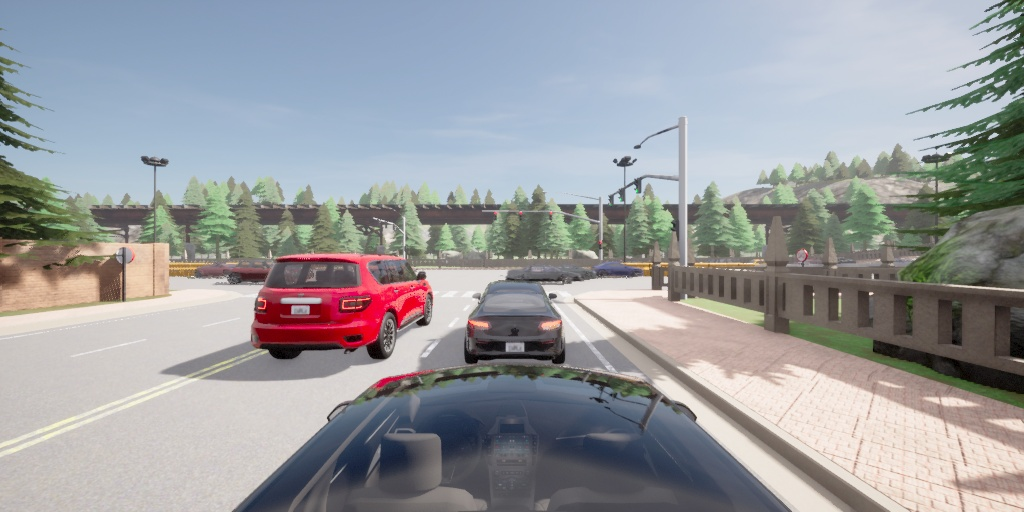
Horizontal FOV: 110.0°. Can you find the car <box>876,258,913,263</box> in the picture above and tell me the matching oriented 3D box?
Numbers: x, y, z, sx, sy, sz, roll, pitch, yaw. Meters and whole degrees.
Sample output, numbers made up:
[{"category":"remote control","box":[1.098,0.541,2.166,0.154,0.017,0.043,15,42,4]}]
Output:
[{"category":"car","box":[42.060,0.974,39.549,5.357,1.411,2.033,-3,0,0]}]

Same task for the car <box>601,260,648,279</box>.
[{"category":"car","box":[9.432,1.275,32.434,4.674,1.442,1.812,0,0,0]}]

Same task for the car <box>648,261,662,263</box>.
[{"category":"car","box":[13.404,1.228,39.618,5.008,1.535,1.882,0,0,0]}]

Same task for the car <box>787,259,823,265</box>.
[{"category":"car","box":[31.413,1.337,39.568,4.718,1.301,1.895,0,0,0]}]

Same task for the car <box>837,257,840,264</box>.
[{"category":"car","box":[35.678,1.141,43.064,5.008,1.535,1.882,-1,0,0]}]

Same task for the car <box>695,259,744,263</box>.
[{"category":"car","box":[22.425,1.102,39.584,4.553,1.767,2.097,0,0,0]}]

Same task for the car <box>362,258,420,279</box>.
[{"category":"car","box":[-10.881,1.102,32.522,4.553,1.767,2.097,0,0,0]}]

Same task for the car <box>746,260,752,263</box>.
[{"category":"car","box":[25.529,1.102,43.076,4.553,1.767,2.097,0,0,0]}]

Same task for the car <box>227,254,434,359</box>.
[{"category":"car","box":[-3.441,0.971,8.520,2.150,2.045,5.566,0,0,0]}]

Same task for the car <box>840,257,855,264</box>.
[{"category":"car","box":[41.609,0.953,46.550,4.892,1.490,1.837,-3,0,0]}]

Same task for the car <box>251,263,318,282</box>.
[{"category":"car","box":[-18.351,1.314,29.054,4.181,1.385,1.994,0,0,0]}]

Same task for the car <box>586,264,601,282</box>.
[{"category":"car","box":[4.676,1.314,28.955,4.181,1.385,1.994,0,0,0]}]

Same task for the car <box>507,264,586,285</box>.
[{"category":"car","box":[2.183,1.297,25.466,5.357,1.411,2.033,0,0,0]}]

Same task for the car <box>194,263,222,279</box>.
[{"category":"car","box":[-26.217,1.314,32.590,4.181,1.385,1.994,0,0,0]}]

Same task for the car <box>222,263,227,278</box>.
[{"category":"car","box":[-17.391,1.101,25.551,4.553,1.767,2.097,0,0,0]}]

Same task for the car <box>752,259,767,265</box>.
[{"category":"car","box":[31.736,1.210,46.566,5.008,1.535,1.882,-1,0,0]}]

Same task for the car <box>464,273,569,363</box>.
[{"category":"car","box":[0.061,1.276,7.969,1.812,1.442,4.674,0,0,0]}]
